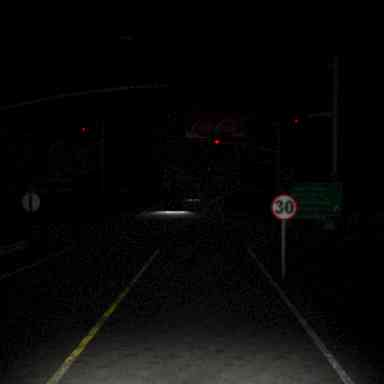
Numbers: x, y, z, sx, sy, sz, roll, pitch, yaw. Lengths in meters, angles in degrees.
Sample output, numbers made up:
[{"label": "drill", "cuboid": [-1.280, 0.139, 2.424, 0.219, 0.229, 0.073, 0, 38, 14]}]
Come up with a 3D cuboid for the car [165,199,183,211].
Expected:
[{"label": "car", "cuboid": [-2.079, 1.559, 39.723, 1.994, 1.385, 4.181, 0, -1, 2]}]

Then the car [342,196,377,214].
[{"label": "car", "cuboid": [15.609, 1.563, 32.656, 3.866, 1.878, 1.905, 0, 0, 2]}]

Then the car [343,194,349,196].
[{"label": "car", "cuboid": [37.947, 1.624, 78.683, 2.007, 1.523, 4.514, 0, 0, 2]}]

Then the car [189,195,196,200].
[{"label": "car", "cuboid": [0.220, 1.514, 95.182, 1.994, 1.385, 4.181, 0, 0, 2]}]

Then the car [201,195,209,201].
[{"label": "car", "cuboid": [3.214, 1.536, 82.317, 1.994, 1.385, 4.181, 0, 0, 2]}]
